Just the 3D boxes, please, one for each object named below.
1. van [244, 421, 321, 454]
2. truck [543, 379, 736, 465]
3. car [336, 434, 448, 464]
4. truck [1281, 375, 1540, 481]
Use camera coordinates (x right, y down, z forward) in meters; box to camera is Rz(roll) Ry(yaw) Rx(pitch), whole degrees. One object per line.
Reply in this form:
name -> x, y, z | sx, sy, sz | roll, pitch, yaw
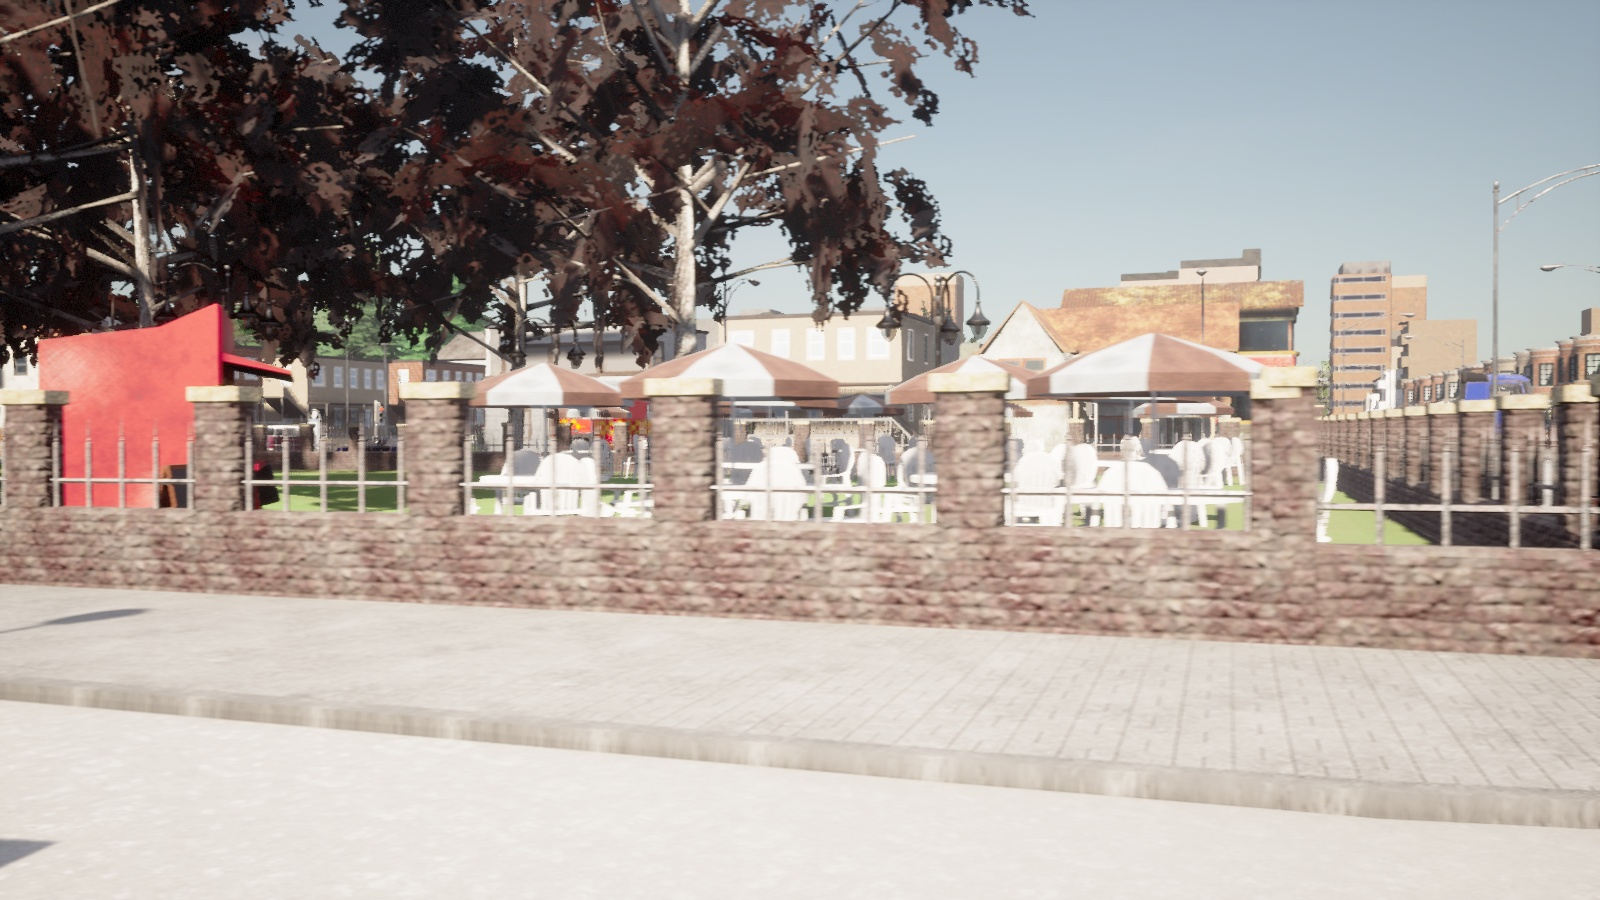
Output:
van -> -33.063, -0.840, 80.362 | 2.069, 2.038, 4.480 | 1, 1, 19
truck -> -7.444, -1.288, 58.227 | 8.468, 3.827, 2.891 | 1, 1, 19
car -> -18.806, -0.057, 57.878 | 4.718, 1.301, 1.895 | 1, 1, 19
truck -> 21.300, -0.782, 44.131 | 7.936, 3.462, 2.891 | 1, 1, 27
